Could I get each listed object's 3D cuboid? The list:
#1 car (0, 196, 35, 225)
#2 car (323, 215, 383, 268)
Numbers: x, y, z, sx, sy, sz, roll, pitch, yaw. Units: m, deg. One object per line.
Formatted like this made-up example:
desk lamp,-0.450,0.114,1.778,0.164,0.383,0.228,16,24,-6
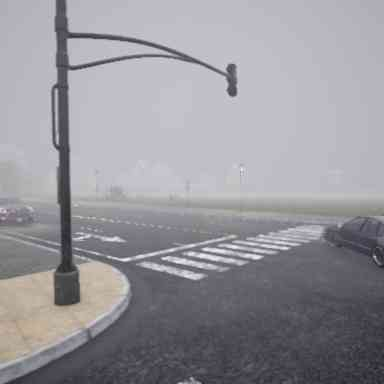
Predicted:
car,-12.073,1.061,21.608,4.553,1.767,2.097,1,2,42
car,6.356,1.489,11.168,2.033,1.411,5.357,0,1,-2
